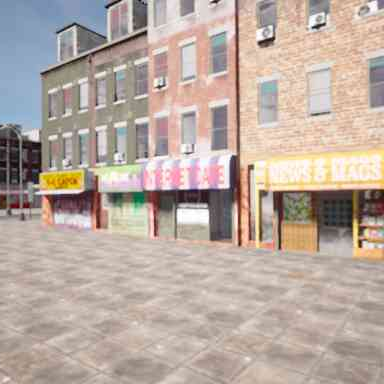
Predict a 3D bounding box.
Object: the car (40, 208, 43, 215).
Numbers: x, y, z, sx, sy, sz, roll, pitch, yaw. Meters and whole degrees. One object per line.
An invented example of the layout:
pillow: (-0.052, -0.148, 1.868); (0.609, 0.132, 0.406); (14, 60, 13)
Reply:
car: (-13.377, 1.514, 34.725); (2.097, 1.767, 4.553); (-1, 0, 36)
